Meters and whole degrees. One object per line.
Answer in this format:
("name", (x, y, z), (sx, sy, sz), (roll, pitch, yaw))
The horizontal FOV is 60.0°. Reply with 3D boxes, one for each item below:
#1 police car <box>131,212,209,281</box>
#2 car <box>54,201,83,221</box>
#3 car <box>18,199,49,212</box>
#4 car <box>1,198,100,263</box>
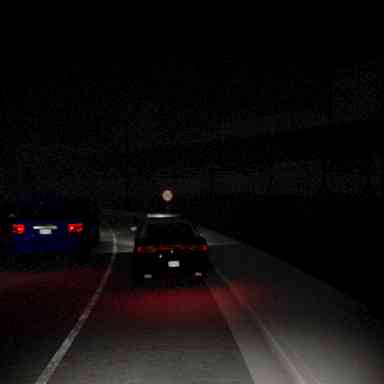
("police car", (-0.809, 1.422, 10.081), (1.930, 1.638, 5.238), (0, 0, -9))
("car", (-10.629, 1.569, 28.459), (1.812, 1.442, 4.674), (0, 0, -27))
("car", (-20.157, 1.658, 42.199), (2.033, 1.411, 5.357), (-1, 0, -43))
("car", (-4.723, 1.234, 12.243), (2.150, 2.045, 5.566), (0, 0, -11))
